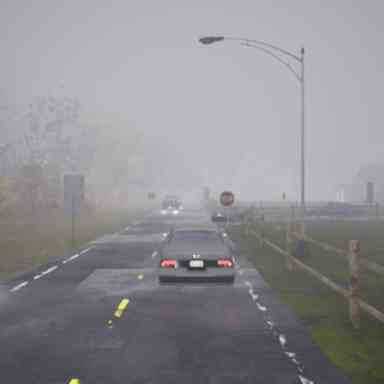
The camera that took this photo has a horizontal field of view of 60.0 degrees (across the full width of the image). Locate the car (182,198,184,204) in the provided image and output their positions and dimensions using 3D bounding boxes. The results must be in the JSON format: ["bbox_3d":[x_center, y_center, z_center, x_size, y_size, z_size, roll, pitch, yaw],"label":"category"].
[{"bbox_3d":[-2.842,1.583,56.937,1.882,1.535,5.008,0,0,0],"label":"car"}]

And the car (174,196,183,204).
[{"bbox_3d":[-2.793,1.613,69.426,1.837,1.490,4.892,0,0,0],"label":"car"}]

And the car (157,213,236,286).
[{"bbox_3d":[0.094,1.572,9.552,2.033,1.411,5.357,0,0,0],"label":"car"}]

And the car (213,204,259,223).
[{"bbox_3d":[3.385,1.593,25.497,1.994,1.385,4.181,-1,0,43],"label":"car"}]

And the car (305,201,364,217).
[{"bbox_3d":[12.942,1.570,30.791,5.357,1.411,2.033,0,-1,-2],"label":"car"}]

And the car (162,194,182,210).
[{"bbox_3d":[-2.868,1.317,46.053,2.150,2.045,5.566,0,0,0],"label":"car"}]
